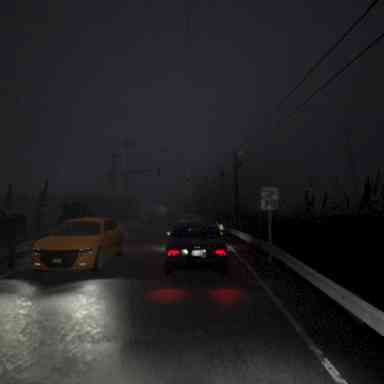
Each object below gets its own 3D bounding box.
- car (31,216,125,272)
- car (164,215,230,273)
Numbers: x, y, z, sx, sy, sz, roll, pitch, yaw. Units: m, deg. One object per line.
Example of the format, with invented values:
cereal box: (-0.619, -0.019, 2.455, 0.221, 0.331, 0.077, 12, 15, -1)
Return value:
car: (-3.594, 1.617, 11.318, 1.882, 1.535, 5.008, 0, -2, 0)
car: (0.111, 1.676, 10.976, 2.033, 1.411, 5.357, 0, -2, 0)
